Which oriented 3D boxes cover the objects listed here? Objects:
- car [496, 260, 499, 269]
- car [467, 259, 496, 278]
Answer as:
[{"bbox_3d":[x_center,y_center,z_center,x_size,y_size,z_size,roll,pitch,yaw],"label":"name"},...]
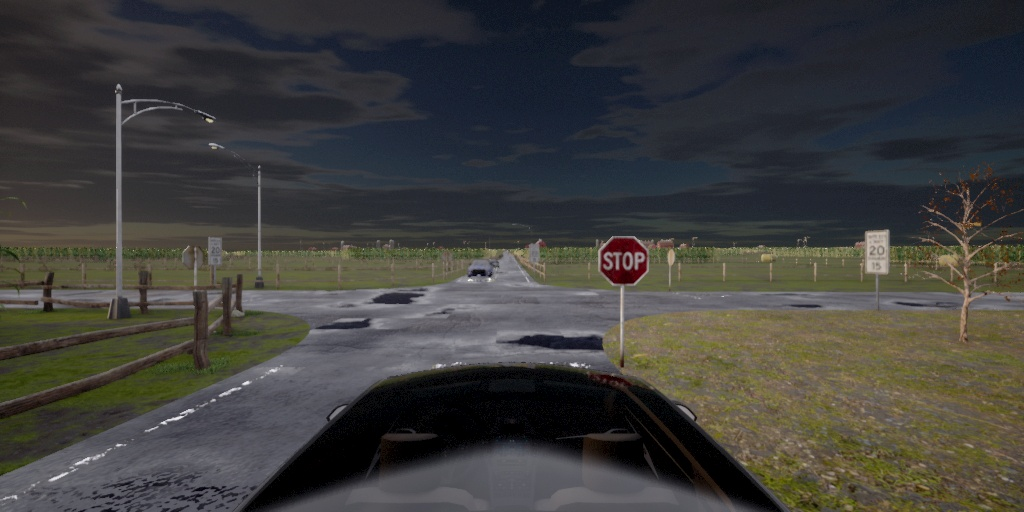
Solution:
[{"bbox_3d":[-2.915,1.200,54.210,1.994,1.385,4.181,0,0,0],"label":"car"},{"bbox_3d":[-2.847,1.057,32.910,2.097,1.767,4.553,0,0,0],"label":"car"}]
